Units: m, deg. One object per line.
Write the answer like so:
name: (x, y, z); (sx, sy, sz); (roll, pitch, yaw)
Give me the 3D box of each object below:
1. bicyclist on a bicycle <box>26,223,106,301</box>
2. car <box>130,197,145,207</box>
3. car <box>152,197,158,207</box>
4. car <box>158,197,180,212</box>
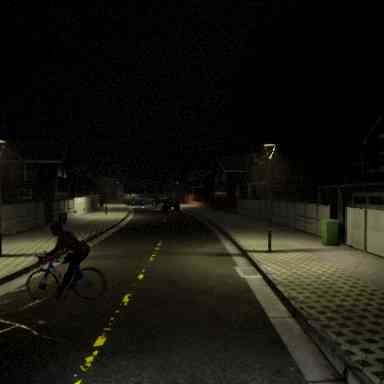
bicyclist on a bicycle: (-2.611, 1.455, 6.853); (1.656, 1.620, 0.582); (-2, 0, 0)
car: (-8.562, 1.489, 51.894); (2.033, 1.411, 5.357); (0, 0, -15)
car: (-4.775, 1.454, 48.707); (2.128, 1.511, 4.902); (0, 0, -14)
car: (-2.557, 1.488, 38.594); (1.837, 1.490, 4.892); (0, 0, -10)
